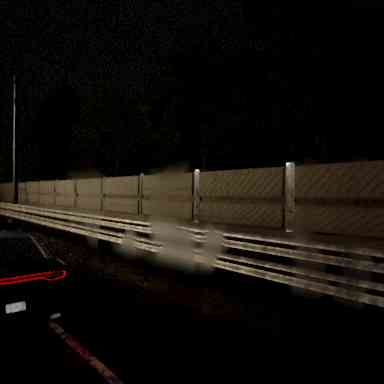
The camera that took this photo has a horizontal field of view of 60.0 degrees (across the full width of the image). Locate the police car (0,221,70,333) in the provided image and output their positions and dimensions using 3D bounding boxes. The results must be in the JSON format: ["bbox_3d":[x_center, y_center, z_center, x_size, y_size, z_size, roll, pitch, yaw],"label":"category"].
[{"bbox_3d":[-4.161,1.421,6.662,1.930,1.638,5.238,0,0,-41],"label":"police car"}]
